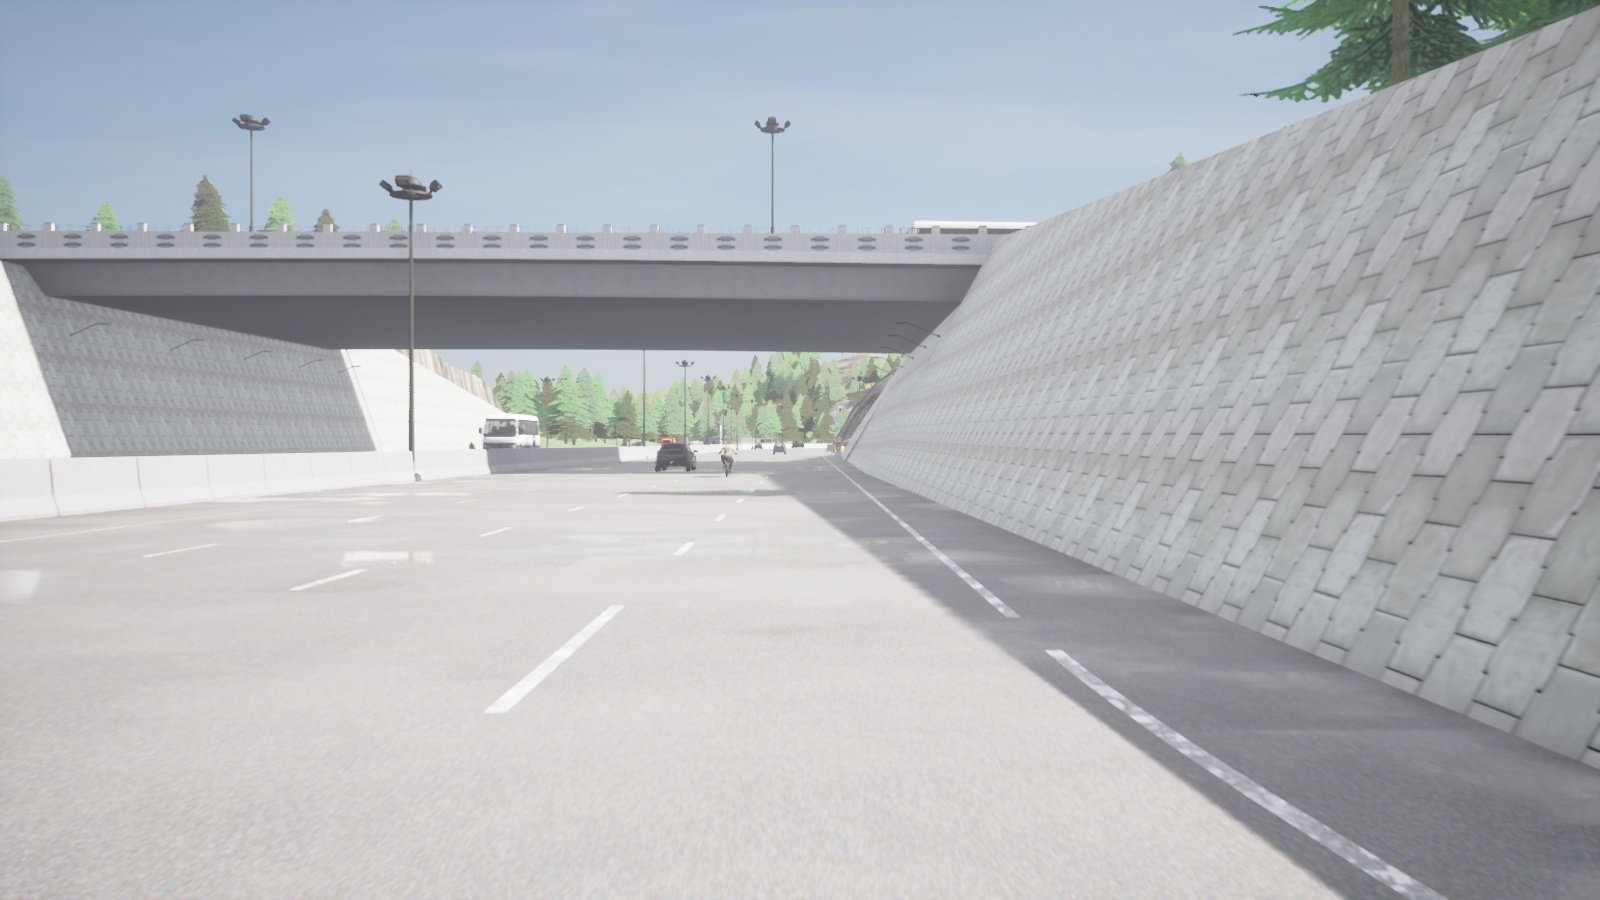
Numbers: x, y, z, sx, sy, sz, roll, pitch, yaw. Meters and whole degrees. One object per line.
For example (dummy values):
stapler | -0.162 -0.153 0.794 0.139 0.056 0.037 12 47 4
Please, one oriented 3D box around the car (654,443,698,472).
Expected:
car | -6.603 0.369 67.074 1.837 1.490 4.892 0 0 0

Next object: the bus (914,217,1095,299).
bus | 12.215 -11.572 76.069 10.273 4.253 3.944 1 0 1
